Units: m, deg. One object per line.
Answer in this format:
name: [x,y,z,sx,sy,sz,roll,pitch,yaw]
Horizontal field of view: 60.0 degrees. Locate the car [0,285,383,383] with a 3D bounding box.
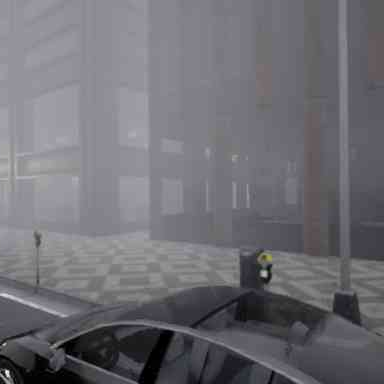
car: [-0.060,1.580,3.005,4.313,1.339,1.947,-1,0,35]
